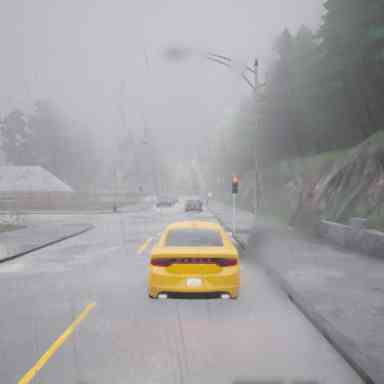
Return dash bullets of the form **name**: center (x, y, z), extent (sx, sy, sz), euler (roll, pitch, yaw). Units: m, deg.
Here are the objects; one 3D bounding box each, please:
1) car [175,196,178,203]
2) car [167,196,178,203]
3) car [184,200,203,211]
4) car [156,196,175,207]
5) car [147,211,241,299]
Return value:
- **car**: center (-4.020, 1.564, 58.776), extent (1.994, 1.385, 4.181), euler (0, 0, 0)
- **car**: center (-3.938, 1.564, 68.785), extent (1.994, 1.385, 4.181), euler (0, 0, 1)
- **car**: center (0.187, 1.547, 37.094), extent (2.033, 1.411, 5.357), euler (0, 0, 4)
- **car**: center (-4.047, 1.352, 49.457), extent (2.097, 1.767, 4.553), euler (0, 0, 0)
- **car**: center (0.061, 1.478, 8.490), extent (1.882, 1.535, 5.008), euler (0, 0, 1)
